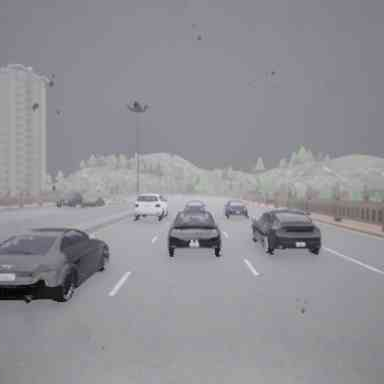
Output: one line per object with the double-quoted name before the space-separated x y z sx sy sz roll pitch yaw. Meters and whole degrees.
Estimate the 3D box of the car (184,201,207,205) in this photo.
"car" 0.292 1.473 29.221 1.812 1.442 4.674 0 0 1

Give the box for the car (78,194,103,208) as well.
"car" -13.425 1.396 45.673 1.882 1.535 5.008 0 0 2

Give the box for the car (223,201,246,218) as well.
"car" 3.794 1.473 29.257 1.812 1.442 4.674 0 0 1

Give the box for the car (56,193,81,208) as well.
"car" -16.900 1.142 46.376 2.150 2.045 5.566 0 0 2

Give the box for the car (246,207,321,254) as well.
"car" 3.591 1.480 13.384 1.837 1.490 4.892 0 0 0

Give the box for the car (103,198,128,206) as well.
"car" -9.956 1.520 44.727 1.895 1.301 4.718 0 0 2

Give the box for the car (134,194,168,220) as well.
"car" -3.260 1.171 27.203 2.150 2.045 5.566 0 0 1

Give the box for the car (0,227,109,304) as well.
"car" -3.435 1.549 8.189 1.994 1.385 4.181 0 0 0

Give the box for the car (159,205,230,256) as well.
"car" 0.089 1.468 13.047 2.128 1.511 4.902 0 0 0
